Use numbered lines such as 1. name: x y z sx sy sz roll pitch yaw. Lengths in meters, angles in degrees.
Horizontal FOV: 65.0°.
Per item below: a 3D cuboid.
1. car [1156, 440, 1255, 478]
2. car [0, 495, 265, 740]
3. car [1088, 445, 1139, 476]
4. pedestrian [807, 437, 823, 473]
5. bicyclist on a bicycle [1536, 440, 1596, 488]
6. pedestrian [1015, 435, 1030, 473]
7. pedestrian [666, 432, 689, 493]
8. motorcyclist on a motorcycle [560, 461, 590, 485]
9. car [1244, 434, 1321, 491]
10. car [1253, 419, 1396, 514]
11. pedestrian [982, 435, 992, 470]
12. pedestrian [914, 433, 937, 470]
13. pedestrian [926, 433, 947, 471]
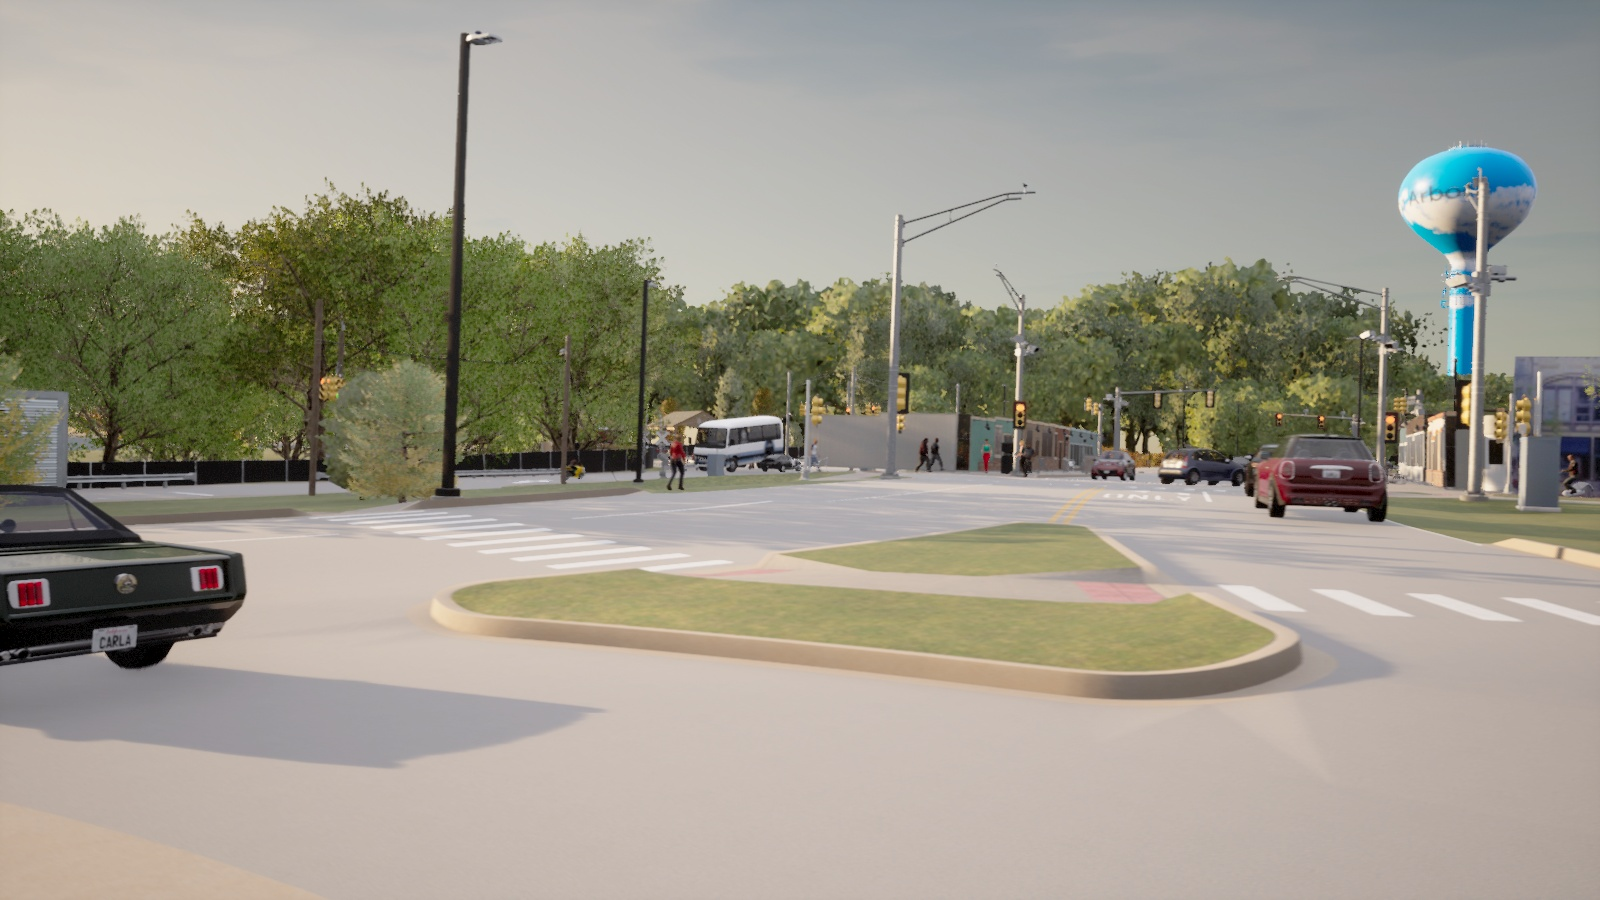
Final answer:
1. car: 17.808 0.397 55.178 3.988 1.617 1.851 1 0 -27
2. car: -6.170 0.987 8.646 4.718 1.301 1.895 -1 -1 25
3. car: 15.851 0.522 63.303 1.845 1.501 3.633 1 0 25
4. pedestrian: 0.779 0.265 64.833 0.706 1.836 0.354 1 -1 17
5. bicyclist on a bicycle: 28.795 0.520 47.231 1.843 1.776 0.659 1 0 23
6. pedestrian: 10.845 0.207 61.209 0.594 1.836 0.345 1 -1 29
7. pedestrian: -3.766 0.391 38.696 0.331 1.846 0.636 1 -1 35
8. motorcyclist on a motorcycle: -14.737 1.484 82.302 0.797 1.523 2.044 1 1 29
9. car: 13.418 0.333 35.105 1.816 1.474 4.193 1 0 18
10. car: 10.672 0.262 25.903 2.097 1.767 4.553 1 1 15
11. pedestrian: 9.804 0.122 65.859 0.345 1.836 0.594 1 -1 24
12. pedestrian: 6.206 0.081 62.102 0.899 1.844 0.634 1 -1 26
13. pedestrian: 6.874 0.090 63.272 0.849 1.883 0.563 1 -1 35
